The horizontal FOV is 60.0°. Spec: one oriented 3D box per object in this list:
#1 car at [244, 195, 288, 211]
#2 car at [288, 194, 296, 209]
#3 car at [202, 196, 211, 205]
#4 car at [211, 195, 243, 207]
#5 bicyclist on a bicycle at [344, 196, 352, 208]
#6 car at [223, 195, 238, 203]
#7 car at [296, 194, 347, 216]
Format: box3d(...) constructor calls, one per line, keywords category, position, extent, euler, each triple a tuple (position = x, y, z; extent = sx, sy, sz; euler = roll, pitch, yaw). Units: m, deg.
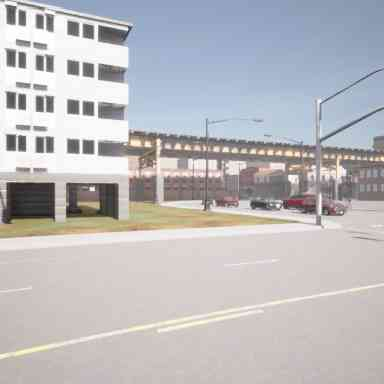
box3d(category="car", position=(9.116, 1.491, 41.354), extent=(2.128, 1.511, 4.902), euler=(0, 0, -25))
box3d(category="car", position=(13.395, 1.221, 40.909), extent=(2.150, 2.045, 5.566), euler=(0, 0, -25))
box3d(category="car", position=(2.746, 1.505, 59.893), extent=(1.837, 1.490, 4.892), euler=(0, 0, -1))
box3d(category="car", position=(5.219, 1.478, 50.086), extent=(1.882, 1.535, 5.008), euler=(0, 0, -22))
box3d(category="bicyclist on a bicycle", position=(20.303, 1.303, 43.336), extent=(1.656, 1.620, 0.582), euler=(0, 0, -25))
box3d(category="car", position=(8.001, 1.493, 69.052), extent=(2.128, 1.511, 4.902), euler=(0, 0, 20))
box3d(category="car", position=(13.001, 1.352, 33.090), extent=(2.097, 1.767, 4.553), euler=(0, 0, -25))
